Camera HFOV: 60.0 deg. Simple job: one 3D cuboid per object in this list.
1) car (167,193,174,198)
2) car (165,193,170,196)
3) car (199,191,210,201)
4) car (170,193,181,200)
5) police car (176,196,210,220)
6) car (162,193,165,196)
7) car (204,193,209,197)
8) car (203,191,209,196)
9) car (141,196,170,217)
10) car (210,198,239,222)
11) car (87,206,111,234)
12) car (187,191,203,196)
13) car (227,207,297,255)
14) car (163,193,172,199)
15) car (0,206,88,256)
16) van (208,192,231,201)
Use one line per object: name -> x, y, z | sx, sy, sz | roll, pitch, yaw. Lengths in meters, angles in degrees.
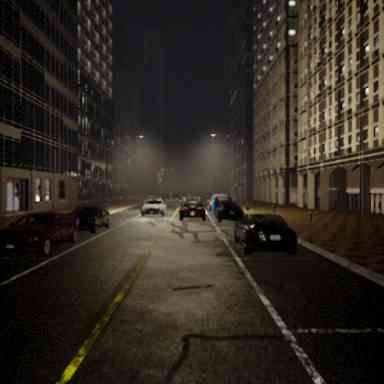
car -> -5.908, 0.862, 92.391 | 1.802, 1.307, 4.206 | 0, 0, 0
car -> -5.867, 0.976, 75.316 | 2.008, 1.369, 4.403 | 0, 0, 0
car -> 2.528, 0.789, 69.631 | 2.192, 1.841, 5.009 | 0, 0, 0
car -> -3.169, 0.982, 70.876 | 1.812, 1.442, 4.674 | 0, 0, 0
police car -> 0.039, 1.326, 25.781 | 2.038, 1.542, 4.974 | 0, 1, 0
car -> -5.813, 1.161, 52.548 | 2.008, 1.369, 4.403 | 0, 0, 0
car -> 2.609, 1.185, 35.480 | 1.967, 1.590, 4.097 | 0, 0, 0
car -> 2.556, 0.881, 58.246 | 2.192, 1.841, 5.009 | 0, 0, 0
car -> -3.170, 1.322, 28.541 | 1.812, 1.442, 4.674 | 0, 0, 0
car -> 2.636, 1.396, 24.096 | 1.947, 1.339, 4.313 | 0, 0, 0
car -> -5.732, 1.436, 18.392 | 1.947, 1.339, 4.313 | 0, 0, 0
car -> -0.002, 1.046, 41.953 | 2.097, 1.767, 4.553 | 0, 0, 0
car -> 2.663, 1.477, 12.712 | 1.947, 1.339, 4.313 | 0, 0, 0
car -> -5.881, 0.943, 81.009 | 1.947, 1.339, 4.313 | 0, 0, 0
car -> -5.718, 1.455, 12.700 | 1.887, 1.381, 4.507 | 0, 0, 0
van -> 2.623, 1.129, 29.788 | 1.690, 1.788, 3.998 | 0, 0, 0
